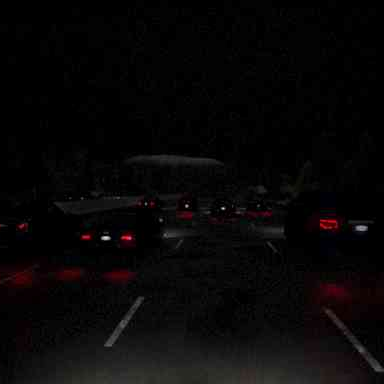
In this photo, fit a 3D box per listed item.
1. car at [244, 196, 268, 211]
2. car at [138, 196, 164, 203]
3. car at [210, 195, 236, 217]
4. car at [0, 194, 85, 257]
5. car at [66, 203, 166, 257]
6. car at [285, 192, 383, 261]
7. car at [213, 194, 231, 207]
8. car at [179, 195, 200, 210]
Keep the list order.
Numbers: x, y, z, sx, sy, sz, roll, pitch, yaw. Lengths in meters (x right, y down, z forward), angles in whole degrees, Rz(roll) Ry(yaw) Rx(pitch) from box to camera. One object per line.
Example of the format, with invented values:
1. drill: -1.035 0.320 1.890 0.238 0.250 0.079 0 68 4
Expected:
1. car: 6.638 1.145 34.502 1.812 1.442 4.674 0 0 5
2. car: -4.020 1.138 33.004 2.033 1.411 5.357 0 0 5
3. car: 2.503 1.200 26.894 1.994 1.385 4.181 0 0 5
4. car: -5.727 1.120 12.130 2.097 1.767 4.553 0 1 5
5. car: -2.234 1.326 11.942 2.033 1.411 5.357 0 1 5
6. car: 4.761 1.021 11.572 2.150 2.045 5.566 0 1 5
7. car: 3.767 1.084 42.335 2.128 1.511 4.902 0 0 5
8. car: -0.311 1.100 35.421 1.837 1.490 4.892 0 0 5
